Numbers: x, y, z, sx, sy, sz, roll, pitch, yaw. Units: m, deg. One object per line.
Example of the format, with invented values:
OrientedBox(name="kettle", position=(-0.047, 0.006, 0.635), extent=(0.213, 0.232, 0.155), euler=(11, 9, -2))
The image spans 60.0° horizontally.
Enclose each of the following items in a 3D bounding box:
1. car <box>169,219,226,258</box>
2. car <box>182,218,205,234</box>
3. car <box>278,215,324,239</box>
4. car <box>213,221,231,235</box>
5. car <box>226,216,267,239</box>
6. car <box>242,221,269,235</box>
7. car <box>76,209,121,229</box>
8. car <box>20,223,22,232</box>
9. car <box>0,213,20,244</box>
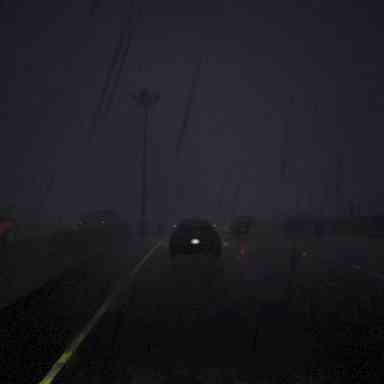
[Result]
OrientedBox(name="car", position=(0.123, 1.848, 13.973), extent=(1.994, 1.385, 4.181), euler=(0, -3, 0))
OrientedBox(name="car", position=(0.155, 3.391, 32.677), extent=(2.128, 1.511, 4.902), euler=(0, -7, 0))
OrientedBox(name="car", position=(7.137, 2.313, 22.244), extent=(2.128, 1.511, 4.902), euler=(0, -5, 0))
OrientedBox(name="car", position=(3.670, 4.528, 41.438), extent=(1.882, 1.535, 5.008), euler=(0, -8, 0))
OrientedBox(name="car", position=(3.631, 2.354, 22.370), extent=(1.812, 1.442, 4.674), euler=(0, -5, 0))
OrientedBox(name="car", position=(7.164, 4.156, 38.059), extent=(2.033, 1.411, 5.357), euler=(0, -8, 0))
OrientedBox(name="car", position=(-6.969, 2.331, 25.525), extent=(2.150, 2.045, 5.566), euler=(0, -6, 0))
OrientedBox(name="car", position=(-13.993, 2.430, 23.616), extent=(1.837, 1.490, 4.892), euler=(0, -5, 1))
OrientedBox(name="car", position=(-10.556, 1.722, 15.795), extent=(2.097, 1.767, 4.553), euler=(0, -3, 0))
